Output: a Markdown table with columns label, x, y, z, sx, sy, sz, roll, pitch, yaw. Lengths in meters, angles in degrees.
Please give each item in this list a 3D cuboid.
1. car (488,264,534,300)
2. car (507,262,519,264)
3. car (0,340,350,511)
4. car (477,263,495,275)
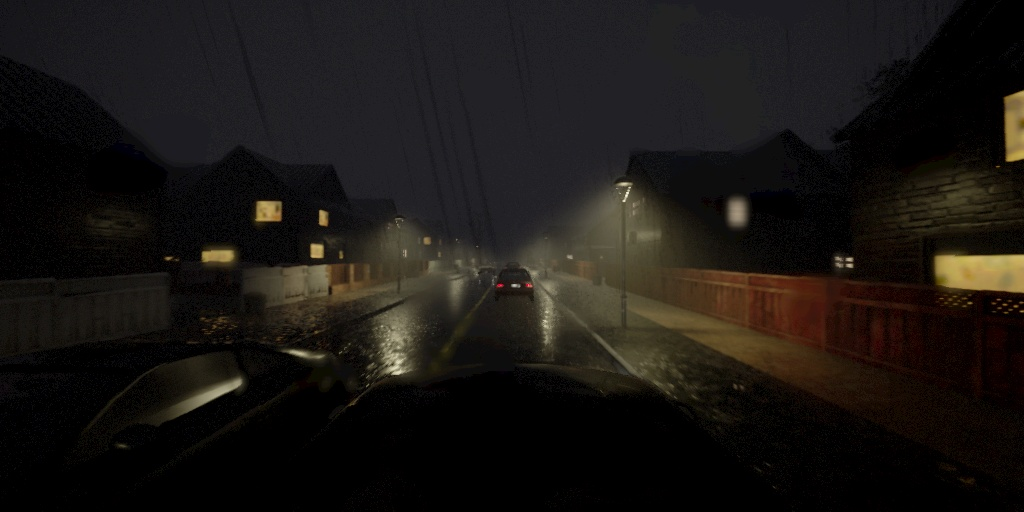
| label | x | y | z | sx | sy | sz | roll | pitch | yaw |
| --- | --- | --- | --- | --- | --- | --- | --- | --- | --- |
| car | 0.105 | 1.302 | 17.625 | 2.033 | 1.411 | 5.357 | 0 | 0 | 0 |
| car | 0.112 | 1.336 | 38.323 | 1.994 | 1.385 | 4.181 | 0 | 0 | 0 |
| car | -2.749 | 1.314 | 2.206 | 1.994 | 1.385 | 4.181 | 0 | 0 | 0 |
| car | -2.737 | 1.399 | 40.413 | 1.895 | 1.301 | 4.718 | 0 | 0 | 0 |
